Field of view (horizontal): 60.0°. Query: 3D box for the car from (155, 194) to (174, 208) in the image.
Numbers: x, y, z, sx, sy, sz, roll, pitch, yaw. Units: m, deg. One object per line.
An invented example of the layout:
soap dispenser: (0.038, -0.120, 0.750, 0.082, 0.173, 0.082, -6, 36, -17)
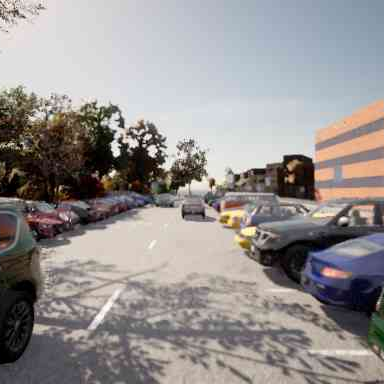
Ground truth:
car: (-3.335, 1.037, 41.461, 2.097, 1.767, 4.553, 0, 1, 0)

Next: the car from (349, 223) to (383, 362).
car: (4.384, 1.328, 3.284, 4.553, 1.767, 2.185, 0, 0, 0)

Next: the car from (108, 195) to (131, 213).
car: (-8.145, 1.266, 28.641, 5.008, 1.535, 2.097, 0, 0, 0)

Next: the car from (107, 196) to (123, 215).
car: (-8.179, 1.316, 25.817, 4.792, 1.488, 2.163, 0, 0, 0)

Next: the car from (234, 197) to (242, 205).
car: (4.386, 1.245, 14.586, 4.553, 1.767, 2.185, 0, 0, 0)

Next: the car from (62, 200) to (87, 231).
car: (-8.182, 1.225, 17.221, 4.553, 1.767, 2.185, 0, 0, 0)

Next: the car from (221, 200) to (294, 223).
car: (4.421, 1.347, 23.064, 4.674, 1.452, 2.002, 0, 0, 0)

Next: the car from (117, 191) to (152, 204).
car: (-8.089, 0.972, 48.413, 4.553, 1.767, 2.185, 0, 0, 0)

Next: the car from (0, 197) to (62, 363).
car: (-3.348, 1.191, 2.886, 2.150, 2.045, 5.566, 0, 1, 0)

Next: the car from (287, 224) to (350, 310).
car: (4.413, 1.473, 6.111, 4.674, 1.452, 2.002, 0, 0, 0)

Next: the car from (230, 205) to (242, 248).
car: (4.231, 1.388, 11.761, 5.366, 1.575, 1.946, 0, 0, 0)

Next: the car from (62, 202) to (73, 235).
car: (-8.157, 1.371, 14.398, 5.008, 1.535, 2.097, 0, 0, 0)

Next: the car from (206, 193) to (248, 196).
car: (4.423, 1.194, 42.845, 4.674, 1.452, 2.002, 0, 1, 0)

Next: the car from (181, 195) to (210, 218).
car: (0.104, 1.289, 27.139, 2.128, 1.511, 4.902, 0, 0, 0)

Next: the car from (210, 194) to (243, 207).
car: (4.422, 1.263, 34.367, 4.674, 1.452, 2.002, 0, 0, 0)

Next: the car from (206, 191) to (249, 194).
car: (4.450, 0.878, 45.668, 5.566, 2.045, 2.435, 0, 1, 0)

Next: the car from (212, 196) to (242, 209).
car: (4.448, 1.295, 28.715, 4.792, 1.488, 2.163, 0, 0, 0)

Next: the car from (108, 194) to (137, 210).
car: (-8.144, 1.245, 31.464, 5.008, 1.535, 2.097, 0, 0, 0)

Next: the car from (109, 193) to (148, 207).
car: (-8.159, 1.180, 39.935, 4.892, 1.521, 2.231, 0, 0, 0)

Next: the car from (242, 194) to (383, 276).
car: (4.388, 1.161, 8.934, 5.566, 2.045, 2.435, 0, 0, 0)

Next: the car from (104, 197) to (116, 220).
car: (-8.155, 1.309, 22.869, 5.008, 1.535, 2.097, 0, 0, 0)

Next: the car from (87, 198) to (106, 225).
car: (-8.145, 1.330, 20.045, 5.008, 1.535, 2.097, 0, 0, 0)

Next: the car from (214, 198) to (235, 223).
car: (4.232, 1.325, 20.239, 5.366, 1.575, 1.946, 0, 0, 0)

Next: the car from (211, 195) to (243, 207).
car: (4.417, 1.284, 31.541, 4.674, 1.452, 2.002, 0, 0, 0)

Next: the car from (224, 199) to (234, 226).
car: (4.603, 1.346, 17.413, 5.366, 1.575, 1.946, 0, 0, 0)

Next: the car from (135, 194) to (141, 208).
car: (-8.145, 1.225, 34.288, 4.892, 1.521, 2.231, 0, 0, 0)

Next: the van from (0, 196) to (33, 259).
van: (-8.268, 1.166, 11.700, 4.442, 1.987, 1.878, 0, 0, 0)
